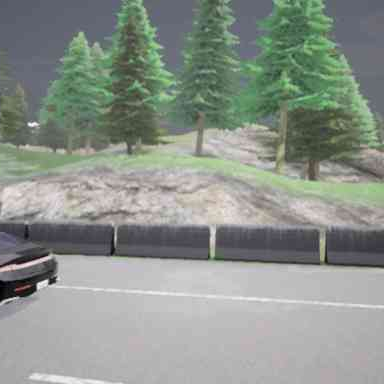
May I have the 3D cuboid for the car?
[{"bbox_3d":[-5.106,1.478,6.555,4.902,1.511,2.128,0,0,11],"label":"car"}]
